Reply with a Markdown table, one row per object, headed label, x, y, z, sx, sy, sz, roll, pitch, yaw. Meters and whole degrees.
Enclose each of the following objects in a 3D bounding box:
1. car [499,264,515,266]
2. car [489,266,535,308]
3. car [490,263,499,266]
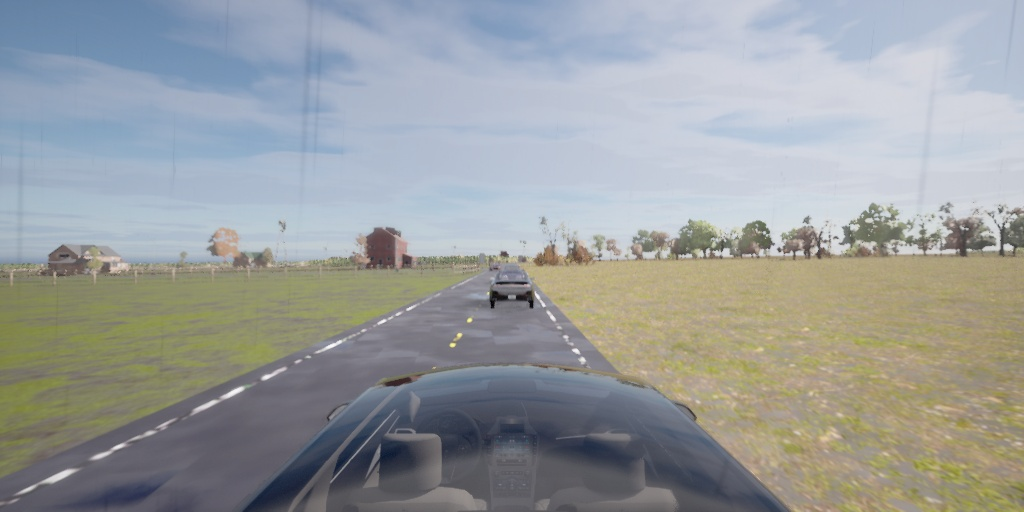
| label | x | y | z | sx | sy | sz | roll | pitch | yaw |
| --- | --- | --- | --- | --- | --- | --- | --- | --- | --- |
| car | 0.005 | 1.540 | 31.136 | 1.837 | 1.490 | 4.892 | 0 | 0 | 0 |
| car | 0.004 | 1.380 | 16.130 | 2.128 | 1.511 | 4.902 | 0 | 0 | 0 |
| car | -2.749 | 1.884 | 60.195 | 1.994 | 1.385 | 4.181 | 0 | -1 | 0 |
